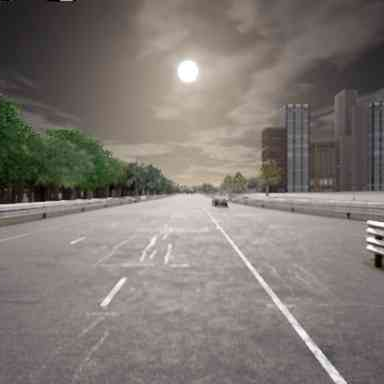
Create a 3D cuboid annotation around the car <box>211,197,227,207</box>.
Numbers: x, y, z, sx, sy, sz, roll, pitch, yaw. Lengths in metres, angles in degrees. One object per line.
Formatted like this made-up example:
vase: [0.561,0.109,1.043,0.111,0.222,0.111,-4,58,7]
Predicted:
car: [4.375,1.570,53.715,2.163,1.488,4.792,0,0,-5]
